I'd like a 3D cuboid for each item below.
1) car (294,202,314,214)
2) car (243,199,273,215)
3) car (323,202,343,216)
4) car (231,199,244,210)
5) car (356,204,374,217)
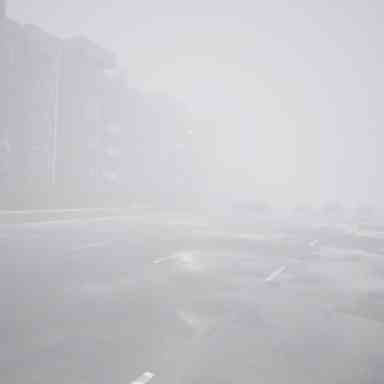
[{"bbox_3d":[14.686,2.009,43.560,2.128,1.511,4.902,3,0,28],"label":"car"},{"bbox_3d":[7.890,1.739,38.174,1.837,1.490,4.892,3,0,28],"label":"car"},{"bbox_3d":[18.024,2.017,42.325,2.097,1.767,4.553,3,0,28],"label":"car"},{"bbox_3d":[6.657,1.672,43.401,1.837,1.490,4.892,3,1,29],"label":"car"},{"bbox_3d":[22.006,2.332,42.404,2.128,1.511,4.902,3,0,28],"label":"car"}]
